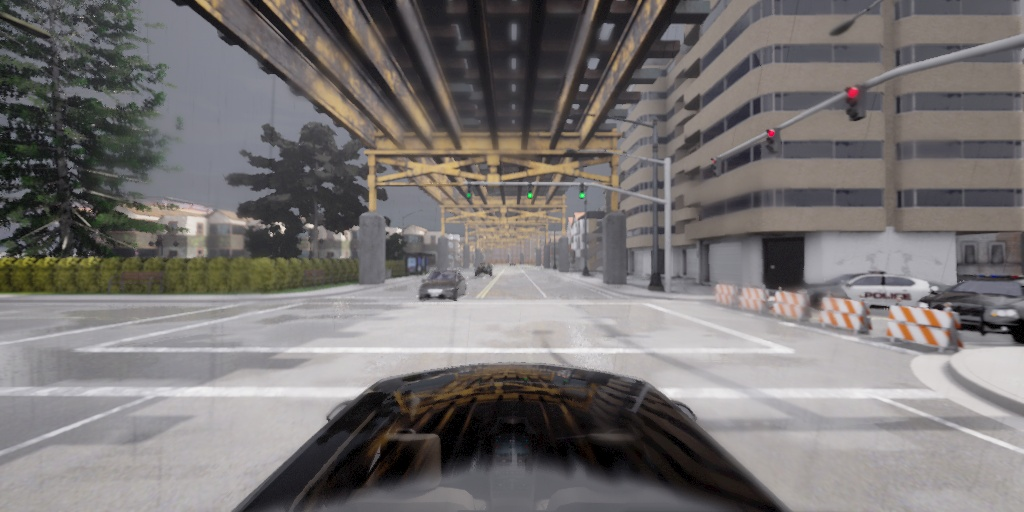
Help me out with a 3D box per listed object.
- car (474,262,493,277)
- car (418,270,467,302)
[{"bbox_3d":[-3.444,1.521,44.414,2.097,1.767,4.553,0,-1,0],"label":"car"},{"bbox_3d":[-3.485,1.501,18.640,2.128,1.511,4.902,0,0,0],"label":"car"}]
